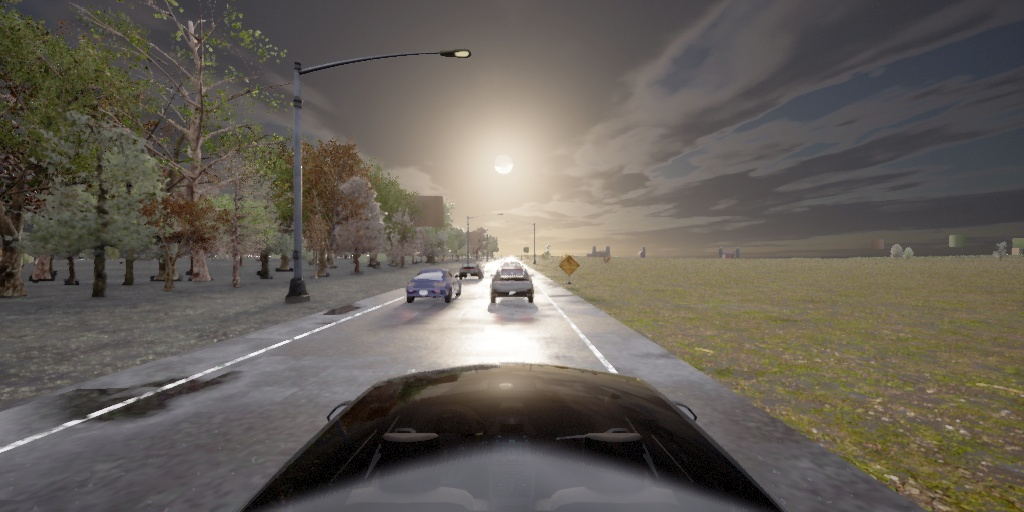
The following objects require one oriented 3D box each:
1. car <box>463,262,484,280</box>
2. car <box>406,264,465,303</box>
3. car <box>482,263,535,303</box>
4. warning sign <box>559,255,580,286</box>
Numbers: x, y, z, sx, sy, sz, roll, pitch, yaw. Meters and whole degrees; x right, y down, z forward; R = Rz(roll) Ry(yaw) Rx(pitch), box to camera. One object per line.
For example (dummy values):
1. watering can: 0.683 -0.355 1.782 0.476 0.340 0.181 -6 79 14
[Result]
1. car: -3.501 1.276 31.502 1.837 1.490 4.892 0 0 0
2. car: -3.501 1.287 16.501 1.812 1.442 4.674 0 0 0
3. car: -0.001 1.250 16.501 2.128 1.511 4.902 0 0 0
4. warning sign: 3.550 0.871 22.163 1.300 1.860 1.060 0 0 0
